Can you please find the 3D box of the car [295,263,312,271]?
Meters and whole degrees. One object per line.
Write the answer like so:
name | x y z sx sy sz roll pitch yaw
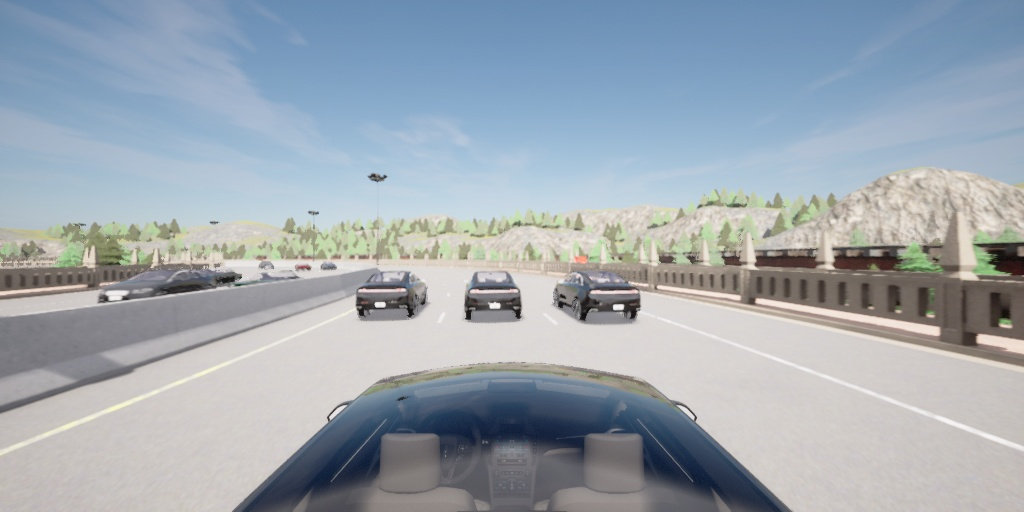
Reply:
car | -31.653 1.652 54.380 1.895 1.301 4.718 0 0 -35

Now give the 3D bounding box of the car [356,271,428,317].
car | -4.335 1.297 13.463 2.128 1.511 4.902 0 0 -6

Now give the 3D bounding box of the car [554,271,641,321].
car | 2.788 1.264 12.666 2.128 1.511 4.902 0 0 -6

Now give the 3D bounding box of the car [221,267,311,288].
car | -12.365 1.456 18.469 1.895 1.301 4.718 0 0 -11

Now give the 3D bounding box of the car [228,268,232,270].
car | -21.297 1.517 25.634 1.895 1.301 4.718 0 0 -17

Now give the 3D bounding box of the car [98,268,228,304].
car | -15.505 1.352 16.036 2.128 1.511 4.902 0 0 -10

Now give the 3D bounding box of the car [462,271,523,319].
car | -0.771 1.281 13.063 2.128 1.511 4.902 0 0 -6

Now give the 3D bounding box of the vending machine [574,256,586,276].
vending machine | 6.493 1.021 34.204 1.100 2.100 0.880 0 0 -17

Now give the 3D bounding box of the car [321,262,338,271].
car | -28.995 1.594 56.738 2.033 1.411 5.357 0 0 -35
